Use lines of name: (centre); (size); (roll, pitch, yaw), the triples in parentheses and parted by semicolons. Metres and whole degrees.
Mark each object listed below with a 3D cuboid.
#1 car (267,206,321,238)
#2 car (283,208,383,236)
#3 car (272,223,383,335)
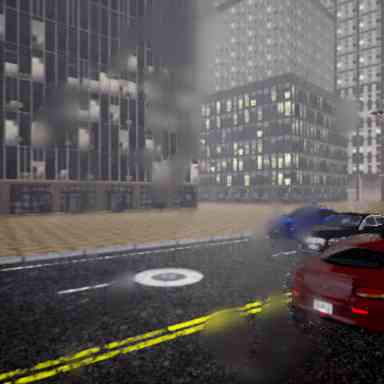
car: (5.731, 1.484, 16.170); (5.008, 1.535, 1.882); (0, 0, -38)
car: (5.824, 1.494, 12.143); (4.902, 1.511, 2.128); (0, 0, -38)
car: (3.783, 1.526, 6.289); (4.674, 1.442, 1.812); (0, 0, -37)
